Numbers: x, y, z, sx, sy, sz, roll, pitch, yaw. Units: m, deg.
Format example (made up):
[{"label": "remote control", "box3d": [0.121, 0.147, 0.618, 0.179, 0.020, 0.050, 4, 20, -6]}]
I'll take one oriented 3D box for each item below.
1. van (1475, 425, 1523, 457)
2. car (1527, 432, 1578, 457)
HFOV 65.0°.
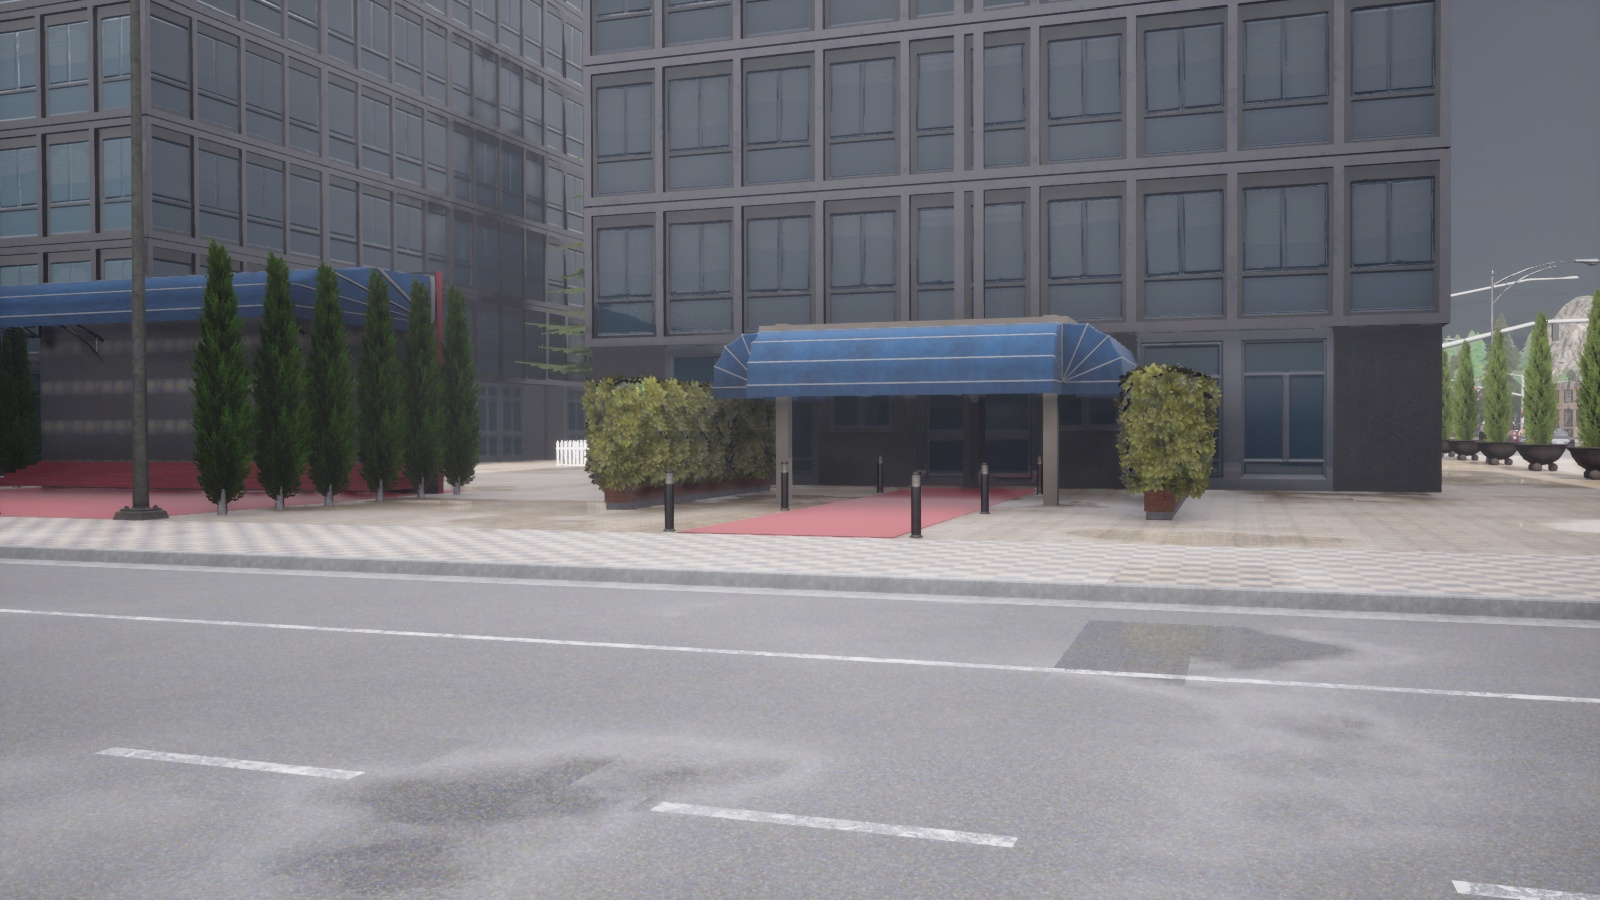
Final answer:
[{"label": "van", "box3d": [47.010, -0.628, 84.558, 2.069, 2.038, 4.480, 1, 1, 19]}, {"label": "car", "box3d": [50.862, -0.413, 84.987, 2.033, 1.649, 4.856, 1, 1, 19]}]
